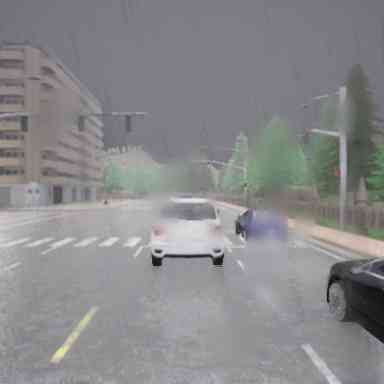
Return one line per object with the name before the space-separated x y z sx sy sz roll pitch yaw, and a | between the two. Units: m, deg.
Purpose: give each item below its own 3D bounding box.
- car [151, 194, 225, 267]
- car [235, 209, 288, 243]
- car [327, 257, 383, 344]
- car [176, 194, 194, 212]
car | -0.167 1.228 11.657 2.150 2.045 5.566 0 0 -1
car | 3.227 1.530 15.971 1.812 1.442 4.674 0 0 -1
car | 3.406 1.489 4.281 2.128 1.511 4.902 0 0 0
car | -0.897 1.253 41.812 2.150 2.045 5.566 0 0 -1
